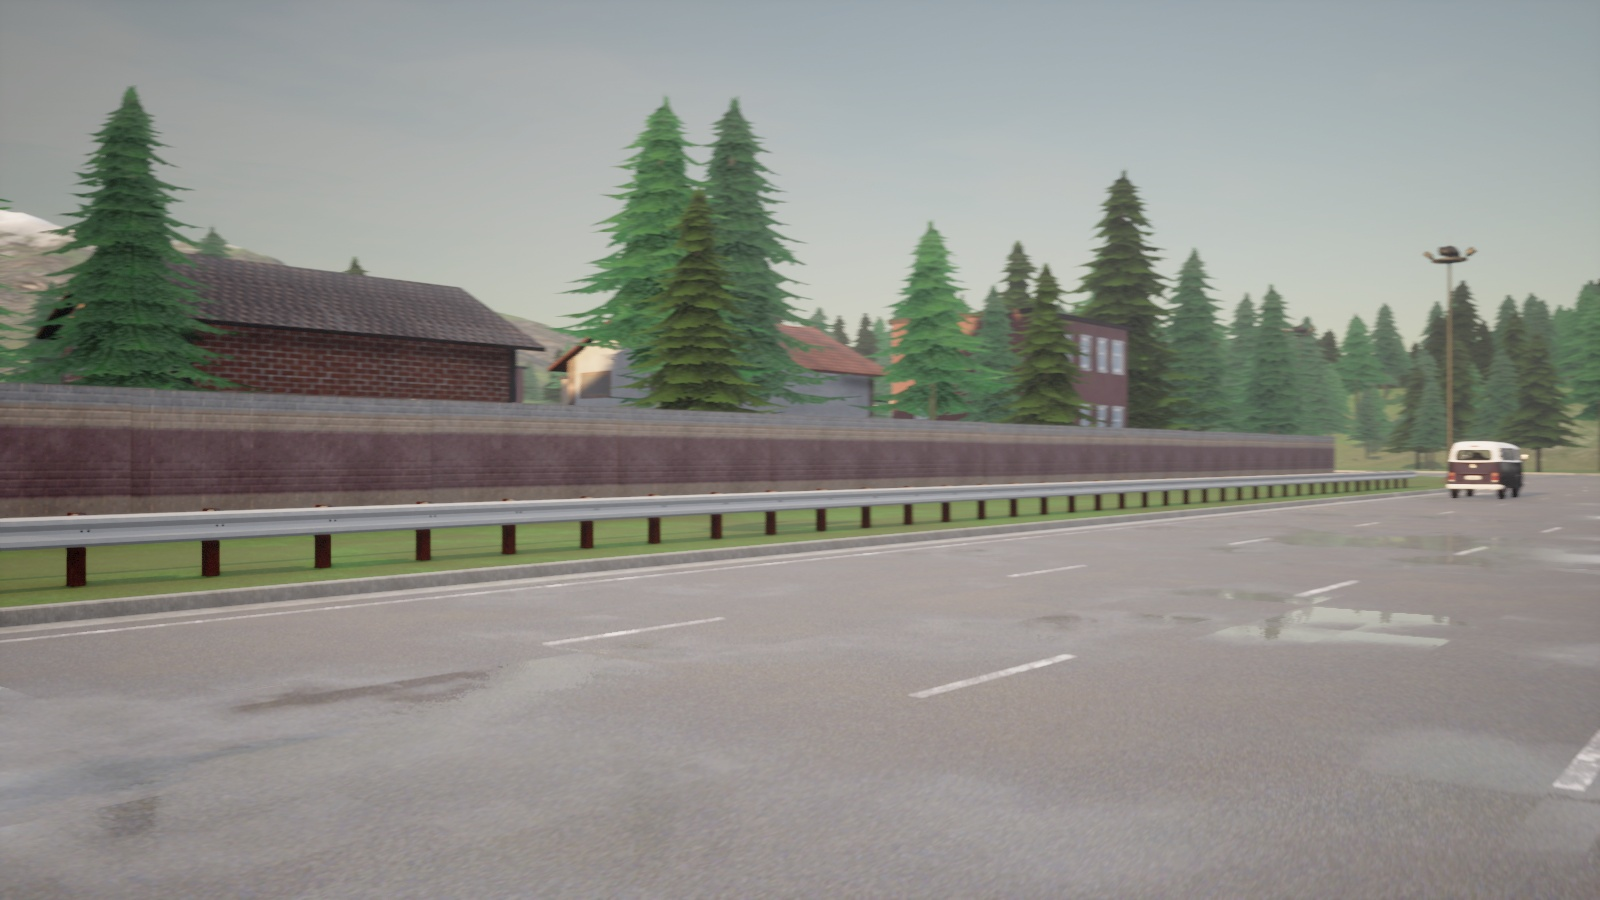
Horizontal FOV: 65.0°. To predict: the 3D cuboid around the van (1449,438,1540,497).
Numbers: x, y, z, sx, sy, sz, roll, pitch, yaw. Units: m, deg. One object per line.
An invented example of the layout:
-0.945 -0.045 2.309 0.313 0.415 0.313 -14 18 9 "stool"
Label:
25.048 0.605 45.224 2.069 2.038 4.480 -1 0 40 "van"
